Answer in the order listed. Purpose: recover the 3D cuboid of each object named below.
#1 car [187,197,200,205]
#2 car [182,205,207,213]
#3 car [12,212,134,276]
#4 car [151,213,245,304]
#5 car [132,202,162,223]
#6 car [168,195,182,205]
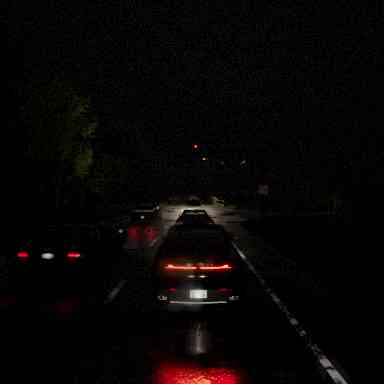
[{"bbox_3d":[0.231,1.483,53.394,1.882,1.535,5.008,0,0,-3],"label":"car"},{"bbox_3d":[0.135,1.568,17.050,1.994,1.385,4.181,0,0,0],"label":"car"},{"bbox_3d":[-3.376,1.549,10.284,2.033,1.411,5.357,0,0,0],"label":"car"},{"bbox_3d":[0.116,1.507,8.141,1.837,1.490,4.892,0,0,0],"label":"car"},{"bbox_3d":[-3.348,1.497,25.059,2.128,1.511,4.902,0,0,0],"label":"car"},{"bbox_3d":[-3.272,1.510,60.956,1.837,1.490,4.892,0,0,0],"label":"car"}]
